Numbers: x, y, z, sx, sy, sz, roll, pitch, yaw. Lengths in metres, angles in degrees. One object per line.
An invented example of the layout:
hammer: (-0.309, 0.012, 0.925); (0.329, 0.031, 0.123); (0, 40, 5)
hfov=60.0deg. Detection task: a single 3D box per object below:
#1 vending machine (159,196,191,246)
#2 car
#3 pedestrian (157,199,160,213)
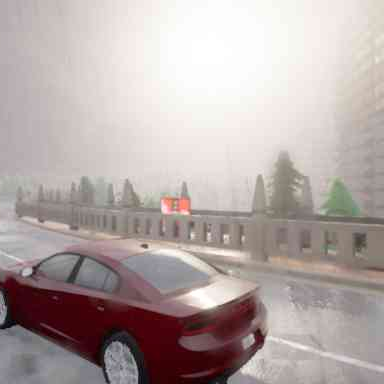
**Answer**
vending machine: (-0.749, 1.250, 14.829); (0.880, 2.100, 1.100); (0, 0, 43)
car: (-1.326, 1.495, 5.208); (5.008, 1.535, 1.882); (0, 0, 38)
pedestrian: (-1.379, 1.196, 15.239); (0.375, 1.860, 0.375); (0, 0, 43)
